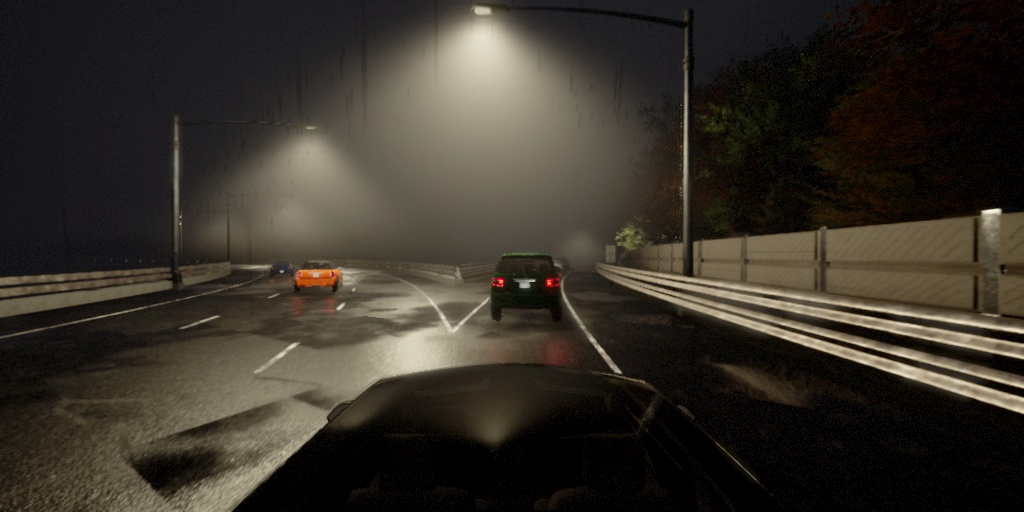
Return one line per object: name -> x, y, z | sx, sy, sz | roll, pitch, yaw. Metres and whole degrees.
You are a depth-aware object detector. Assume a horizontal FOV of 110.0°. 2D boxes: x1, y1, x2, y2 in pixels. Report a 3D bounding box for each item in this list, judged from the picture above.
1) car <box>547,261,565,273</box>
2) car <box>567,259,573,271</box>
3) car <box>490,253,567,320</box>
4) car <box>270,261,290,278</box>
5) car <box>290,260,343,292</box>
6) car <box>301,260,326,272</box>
car -> 5.434, 1.292, 44.236 | 1.812, 1.442, 4.674 | 0, -1, 12
car -> 8.230, 1.364, 58.176 | 2.150, 2.045, 5.566 | 0, -2, 12
car -> 0.561, 0.953, 12.663 | 2.150, 2.045, 5.566 | 0, -1, 4
car -> -21.300, 1.189, 33.368 | 1.812, 1.442, 4.674 | 0, 0, -30
car -> -11.222, 1.053, 21.075 | 2.097, 1.767, 4.553 | 0, 0, -22
car -> -25.501, 1.186, 45.874 | 2.033, 1.411, 5.357 | 0, 0, -38
